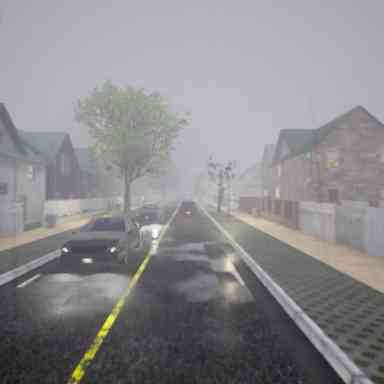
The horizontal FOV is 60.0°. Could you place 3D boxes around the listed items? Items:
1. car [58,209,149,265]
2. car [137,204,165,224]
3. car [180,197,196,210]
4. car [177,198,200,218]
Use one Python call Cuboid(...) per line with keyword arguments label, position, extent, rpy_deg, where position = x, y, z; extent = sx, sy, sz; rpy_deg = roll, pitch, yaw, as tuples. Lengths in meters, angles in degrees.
Cuboid(label="car", position=(-2.996, 1.569, 12.118), extent=(2.033, 1.411, 5.357), rpy_deg=(0, 0, -1))
Cuboid(label="car", position=(-3.144, 1.598, 25.048), extent=(1.994, 1.385, 4.181), rpy_deg=(0, 0, -1))
Cuboid(label="car", position=(-0.555, 1.541, 46.001), extent=(2.128, 1.511, 4.902), rpy_deg=(0, 0, 0))
Cuboid(label="car", position=(-0.348, 1.534, 30.944), extent=(1.837, 1.490, 4.892), rpy_deg=(0, 0, -1))
